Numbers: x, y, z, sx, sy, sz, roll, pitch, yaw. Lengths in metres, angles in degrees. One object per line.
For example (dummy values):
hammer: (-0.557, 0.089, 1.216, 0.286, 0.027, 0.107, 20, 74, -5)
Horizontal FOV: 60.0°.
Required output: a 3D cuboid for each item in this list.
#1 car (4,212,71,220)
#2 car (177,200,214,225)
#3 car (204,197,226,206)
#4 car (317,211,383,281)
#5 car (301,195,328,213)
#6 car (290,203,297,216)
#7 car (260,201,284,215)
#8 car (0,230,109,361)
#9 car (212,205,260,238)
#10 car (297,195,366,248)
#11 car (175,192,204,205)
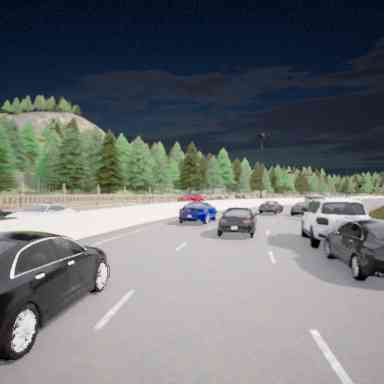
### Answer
car: (-8.298, 1.338, 18.505, 1.812, 1.442, 4.674, 1, 0, 13)
car: (0.541, 1.438, 24.090, 1.882, 1.535, 5.008, 1, 0, 16)
car: (3.935, 1.519, 56.326, 1.994, 1.385, 4.181, 1, 0, 33)
car: (5.365, 1.582, 9.947, 1.837, 1.490, 4.892, 1, 0, 9)
car: (15.716, 1.420, 42.412, 2.150, 2.045, 5.566, 1, 0, 32)
car: (11.114, 1.697, 33.288, 1.994, 1.385, 4.181, 1, 0, 26)
car: (8.475, 1.628, 35.433, 2.033, 1.411, 5.357, 1, 0, 25)
car: (-2.987, 1.438, 5.858, 1.837, 1.490, 4.892, 1, 0, 5)
car: (2.524, 1.534, 17.930, 1.812, 1.442, 4.674, 1, 0, 13)
car: (6.304, 1.307, 15.101, 2.150, 2.045, 5.566, 1, 0, 12)
car: (-0.331, 1.100, 56.081, 2.150, 2.045, 5.566, 1, 0, 32)
